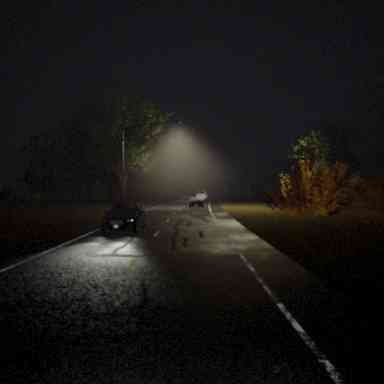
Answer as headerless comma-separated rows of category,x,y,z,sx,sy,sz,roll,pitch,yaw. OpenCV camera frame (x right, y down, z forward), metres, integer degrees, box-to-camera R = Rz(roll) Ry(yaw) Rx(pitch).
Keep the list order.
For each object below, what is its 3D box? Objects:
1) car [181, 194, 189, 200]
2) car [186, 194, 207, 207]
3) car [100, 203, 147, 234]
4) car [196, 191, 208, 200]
car,-1.161,1.095,71.382,1.895,1.301,4.718,0,0,5
car,0.641,1.309,43.541,1.895,1.301,4.718,0,0,2
car,-3.645,1.384,18.447,2.128,1.511,4.902,0,0,0
car,1.838,0.772,63.825,2.150,2.045,5.566,0,0,4
